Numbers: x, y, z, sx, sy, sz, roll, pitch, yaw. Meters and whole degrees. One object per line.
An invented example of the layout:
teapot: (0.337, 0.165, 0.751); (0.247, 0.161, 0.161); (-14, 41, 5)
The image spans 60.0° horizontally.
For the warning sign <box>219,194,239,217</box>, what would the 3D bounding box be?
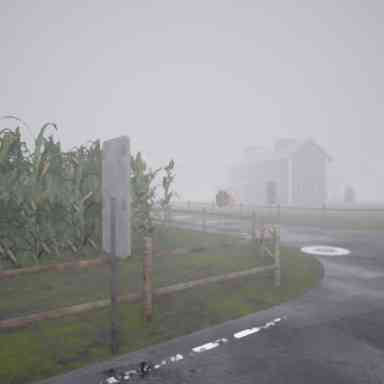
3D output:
warning sign: (3.144, 1.108, 28.028); (1.300, 1.860, 1.060); (0, 0, -35)
